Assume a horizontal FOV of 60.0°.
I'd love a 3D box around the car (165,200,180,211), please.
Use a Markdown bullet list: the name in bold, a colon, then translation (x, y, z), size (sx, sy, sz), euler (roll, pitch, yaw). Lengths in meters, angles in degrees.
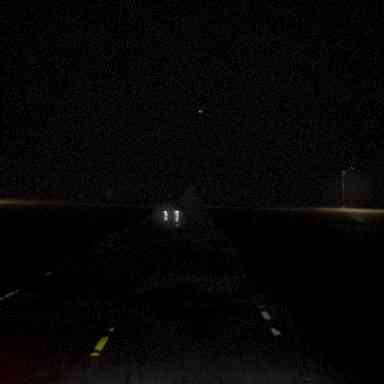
- **car**: translation (-2.721, 1.856, 46.745), size (1.812, 1.442, 4.674), euler (0, 0, 0)
